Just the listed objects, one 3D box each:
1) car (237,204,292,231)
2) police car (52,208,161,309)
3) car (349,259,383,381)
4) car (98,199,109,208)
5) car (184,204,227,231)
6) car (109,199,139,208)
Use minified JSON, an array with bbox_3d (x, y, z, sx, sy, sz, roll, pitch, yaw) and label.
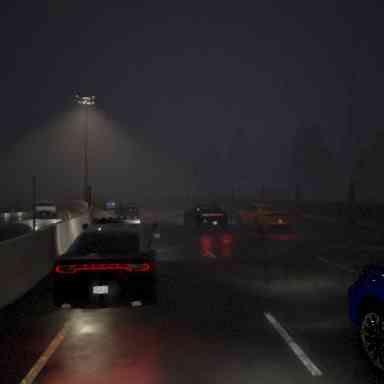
[{"bbox_3d":[4.350,1.475,20.751,1.882,1.535,5.008,0,0,-12],"label":"car"},{"bbox_3d":[-1.804,1.424,8.111,1.930,1.638,5.238,0,0,-6],"label":"police car"},{"bbox_3d":[3.370,1.222,2.321,2.150,2.045,5.566,0,0,-3],"label":"car"},{"bbox_3d":[-10.651,1.542,42.493,2.033,1.411,5.357,0,0,-26],"label":"car"},{"bbox_3d":[0.729,1.489,20.864,2.128,1.511,4.902,0,0,-13],"label":"car"},{"bbox_3d":[-6.541,1.487,32.984,2.128,1.511,4.902,0,0,-21],"label":"car"}]
